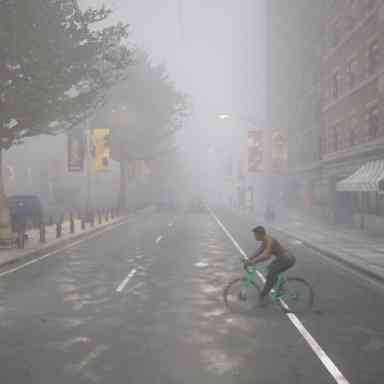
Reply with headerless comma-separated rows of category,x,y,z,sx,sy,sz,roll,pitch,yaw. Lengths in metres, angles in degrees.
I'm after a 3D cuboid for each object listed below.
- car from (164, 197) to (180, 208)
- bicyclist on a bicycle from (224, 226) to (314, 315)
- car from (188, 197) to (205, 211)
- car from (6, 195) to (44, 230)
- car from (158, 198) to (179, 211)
car,-2.953,1.547,49.672,2.033,1.411,5.357,0,0,1
bicyclist on a bicycle,1.397,1.449,6.090,1.656,1.620,0.582,0,0,1
car,0.532,1.601,39.787,1.895,1.301,4.718,0,0,1
car,-11.371,1.219,20.799,2.150,2.045,5.566,0,0,1
car,-2.977,1.477,39.862,1.882,1.535,5.008,0,0,1
